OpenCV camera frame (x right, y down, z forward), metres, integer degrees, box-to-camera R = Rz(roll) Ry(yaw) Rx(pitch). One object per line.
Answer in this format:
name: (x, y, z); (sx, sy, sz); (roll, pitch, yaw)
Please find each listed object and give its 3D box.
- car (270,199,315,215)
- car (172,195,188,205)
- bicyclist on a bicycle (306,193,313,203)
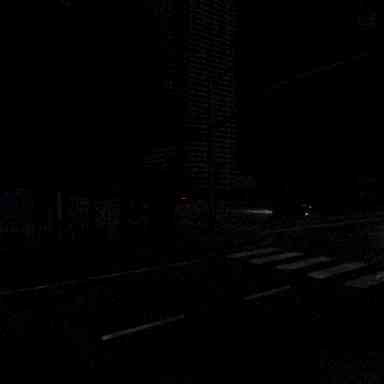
car: (9.231, 1.299, 30.819); (1.994, 1.385, 4.181); (-1, 0, -35)
car: (-2.505, 1.185, 53.171); (2.128, 1.511, 4.902); (-1, 1, -36)
bicyclist on a bicycle: (14.662, 0.899, 41.840); (1.656, 1.620, 0.582); (-1, 1, -36)
